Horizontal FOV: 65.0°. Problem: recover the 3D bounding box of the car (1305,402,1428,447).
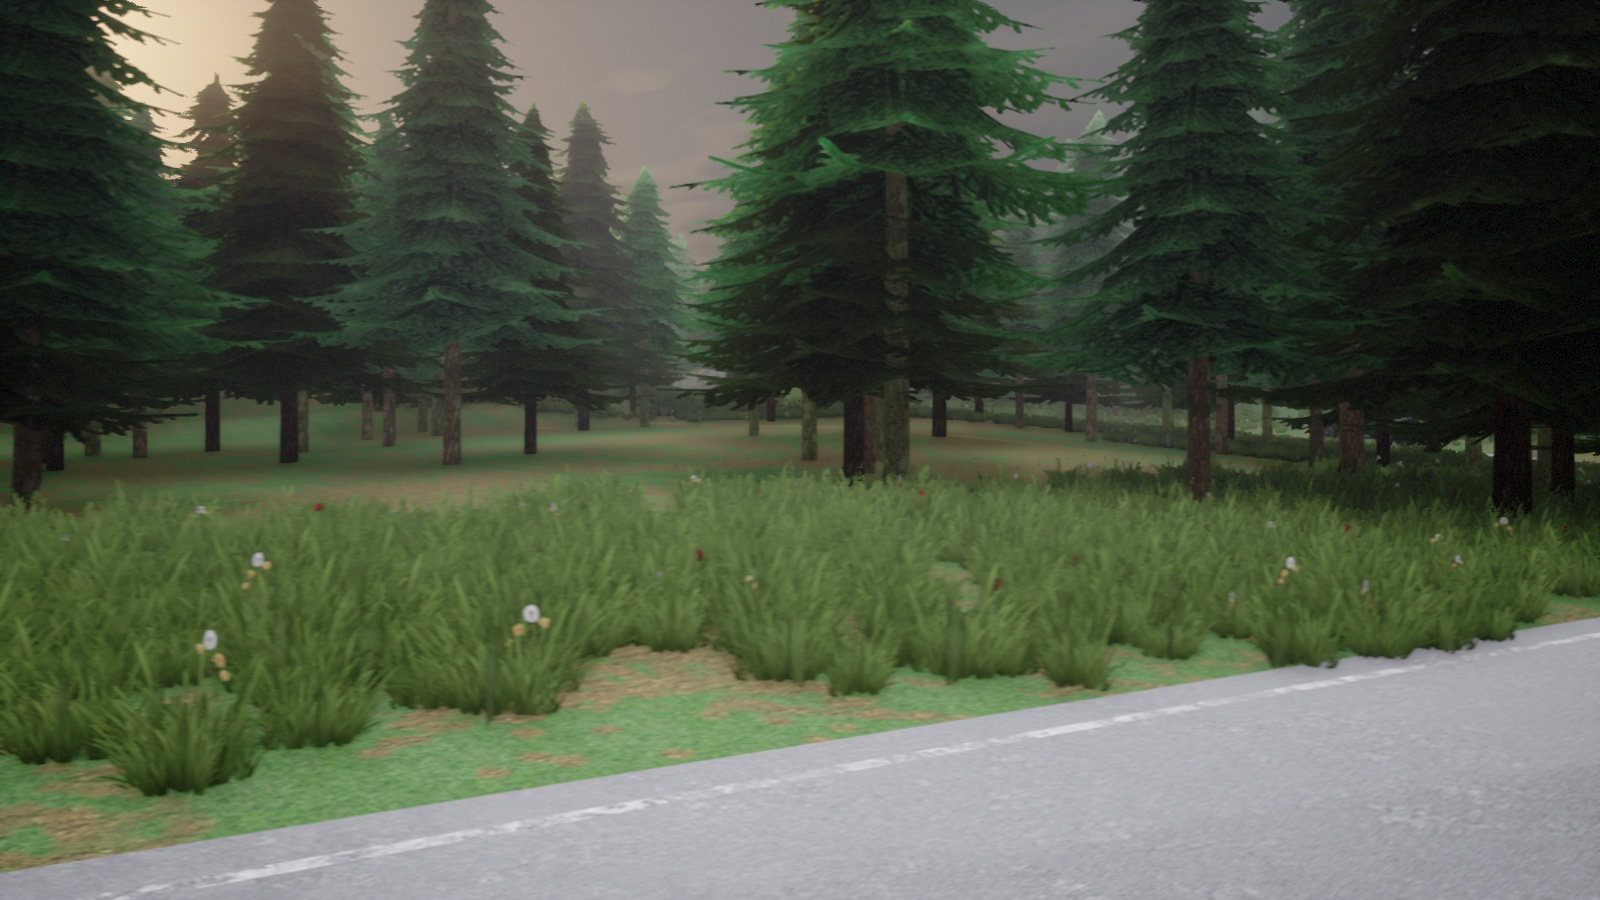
[{"bbox_3d":[30.202,-1.381,67.120,2.150,2.045,5.566,0,4,-35],"label":"car"}]
